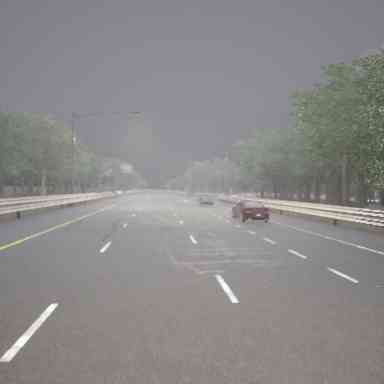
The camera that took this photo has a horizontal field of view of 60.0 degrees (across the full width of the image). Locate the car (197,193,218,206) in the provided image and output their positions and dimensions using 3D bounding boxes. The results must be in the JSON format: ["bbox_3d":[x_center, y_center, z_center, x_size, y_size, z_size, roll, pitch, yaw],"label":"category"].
[{"bbox_3d":[1.910,1.220,48.457,2.033,1.411,5.357,2,0,-6],"label":"car"}]

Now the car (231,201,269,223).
[{"bbox_3d":[4.294,1.400,25.130,1.882,1.535,5.008,2,0,-6],"label":"car"}]
